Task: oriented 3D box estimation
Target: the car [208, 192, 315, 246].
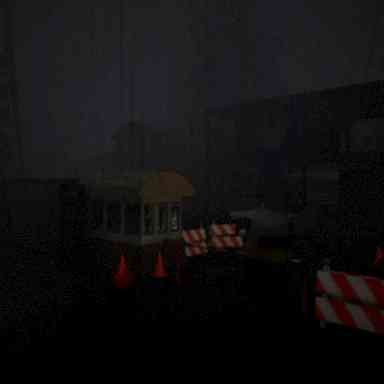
[{"bbox_3d":[2.711,0.913,12.674,3.866,1.878,1.905,1,1,-18],"label":"car"}]
